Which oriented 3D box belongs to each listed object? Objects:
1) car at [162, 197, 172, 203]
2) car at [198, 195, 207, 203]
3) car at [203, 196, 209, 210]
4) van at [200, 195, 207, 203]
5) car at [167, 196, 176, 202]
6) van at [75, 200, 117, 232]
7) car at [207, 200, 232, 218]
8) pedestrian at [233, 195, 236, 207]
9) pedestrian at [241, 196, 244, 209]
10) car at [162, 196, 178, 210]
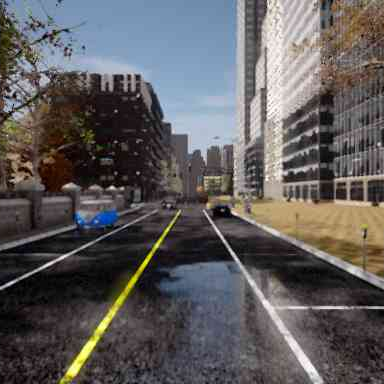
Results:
[{"bbox_3d":[-5.664,1.804,75.027,2.008,1.369,4.403,0,0,0],"label":"car"},{"bbox_3d":[2.714,1.568,75.025,2.192,1.841,5.009,0,0,0],"label":"car"},{"bbox_3d":[2.703,1.653,42.781,1.752,1.417,4.829,0,0,0],"label":"car"},{"bbox_3d":[2.716,1.618,80.550,1.690,1.788,3.998,0,0,0],"label":"van"},{"bbox_3d":[-5.659,1.881,91.606,2.008,1.369,4.403,0,0,0],"label":"car"},{"bbox_3d":[-5.686,1.395,20.084,1.690,1.788,3.998,0,0,0],"label":"van"},{"bbox_3d":[2.699,1.654,31.346,1.947,1.339,4.313,0,0,0],"label":"car"},{"bbox_3d":[6.153,1.289,48.491,0.375,1.860,0.375,0,0,0],"label":"pedestrian"},{"bbox_3d":[7.153,1.427,47.290,0.375,1.860,0.375,0,0,0],"label":"pedestrian"},{"bbox_3d":[-2.984,1.633,45.540,2.128,1.511,4.902,0,0,0],"label":"car"}]
